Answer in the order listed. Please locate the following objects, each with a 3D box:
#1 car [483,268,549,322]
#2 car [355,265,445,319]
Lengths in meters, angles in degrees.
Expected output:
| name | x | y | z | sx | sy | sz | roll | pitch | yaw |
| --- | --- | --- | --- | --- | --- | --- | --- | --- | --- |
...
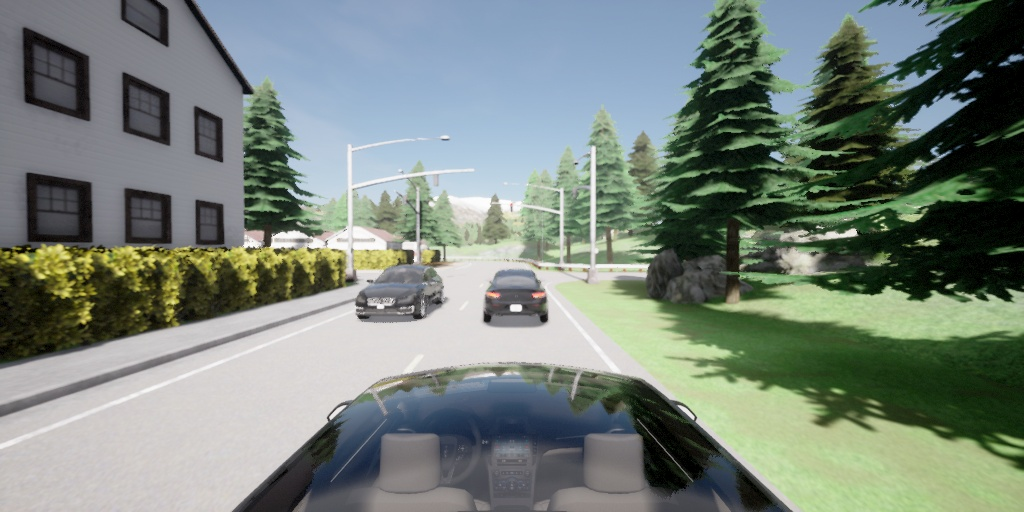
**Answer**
| name | x | y | z | sx | sy | sz | roll | pitch | yaw |
| --- | --- | --- | --- | --- | --- | --- | --- | --- | --- |
| car | 0.106 | 1.116 | 11.365 | 1.812 | 1.442 | 4.674 | 0 | 1 | 0 |
| car | -3.496 | 1.087 | 11.976 | 1.837 | 1.490 | 4.892 | 0 | 1 | 0 |
